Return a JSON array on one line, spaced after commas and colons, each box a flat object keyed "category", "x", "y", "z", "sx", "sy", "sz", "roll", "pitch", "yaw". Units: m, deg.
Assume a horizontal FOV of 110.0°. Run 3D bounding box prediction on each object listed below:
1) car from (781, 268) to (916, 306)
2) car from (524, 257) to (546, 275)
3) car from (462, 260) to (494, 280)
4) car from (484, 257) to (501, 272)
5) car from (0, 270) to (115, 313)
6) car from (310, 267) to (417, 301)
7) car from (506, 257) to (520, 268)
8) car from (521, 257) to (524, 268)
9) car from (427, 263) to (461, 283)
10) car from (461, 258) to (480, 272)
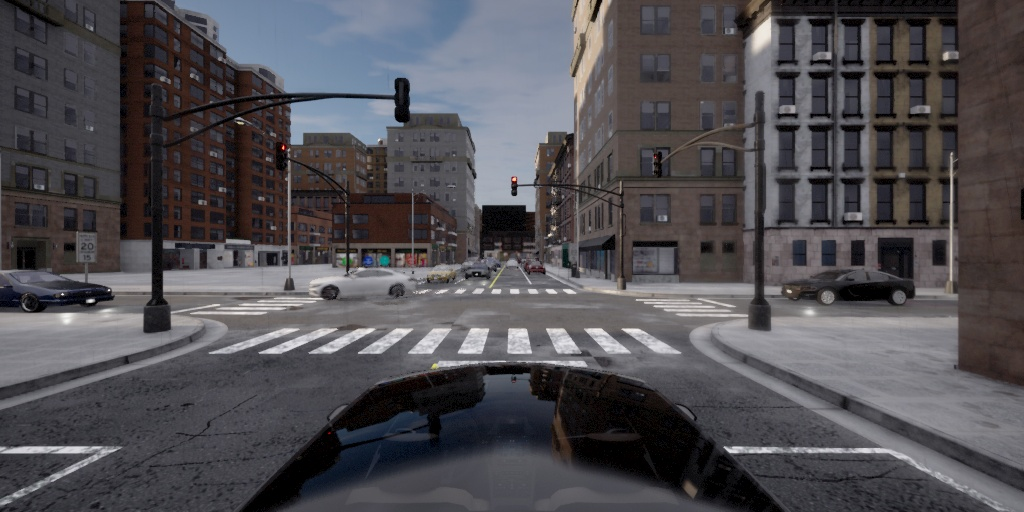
[{"category": "car", "x": 14.763, "y": 1.310, "z": 15.905, "sx": 5.008, "sy": 1.535, "sz": 1.882, "roll": 0, "pitch": 0, "yaw": -1}, {"category": "car", "x": 2.613, "y": 1.191, "z": 39.427, "sx": 1.967, "sy": 1.591, "sz": 4.097, "roll": 0, "pitch": 0, "yaw": 0}, {"category": "car", "x": -2.867, "y": 1.314, "z": 31.081, "sx": 1.994, "sy": 1.385, "sz": 4.181, "roll": 0, "pitch": 0, "yaw": 0}, {"category": "car", "x": -2.868, "y": 1.244, "z": 45.512, "sx": 2.128, "sy": 1.511, "sz": 4.902, "roll": 0, "pitch": 0, "yaw": 0}, {"category": "car", "x": -17.810, "y": 1.216, "z": 12.894, "sx": 5.357, "sy": 1.411, "sz": 2.033, "roll": 0, "pitch": 0, "yaw": 0}, {"category": "car", "x": -6.958, "y": 1.256, "z": 17.102, "sx": 4.674, "sy": 1.442, "sz": 1.812, "roll": 1, "pitch": 1, "yaw": -28}, {"category": "car", "x": 0.062, "y": 1.279, "z": 58.927, "sx": 1.812, "sy": 1.442, "sz": 4.674, "roll": 0, "pitch": 0, "yaw": 0}, {"category": "car", "x": 2.609, "y": 1.066, "z": 45.089, "sx": 2.192, "sy": 1.841, "sz": 5.009, "roll": 0, "pitch": 0, "yaw": 0}, {"category": "car", "x": -5.405, "y": 1.276, "z": 27.928, "sx": 1.751, "sy": 1.417, "sz": 4.829, "roll": 0, "pitch": 0, "yaw": 0}, {"category": "car", "x": -5.416, "y": 1.302, "z": 45.084, "sx": 2.007, "sy": 1.370, "sz": 4.403, "roll": 0, "pitch": 0, "yaw": 0}]
